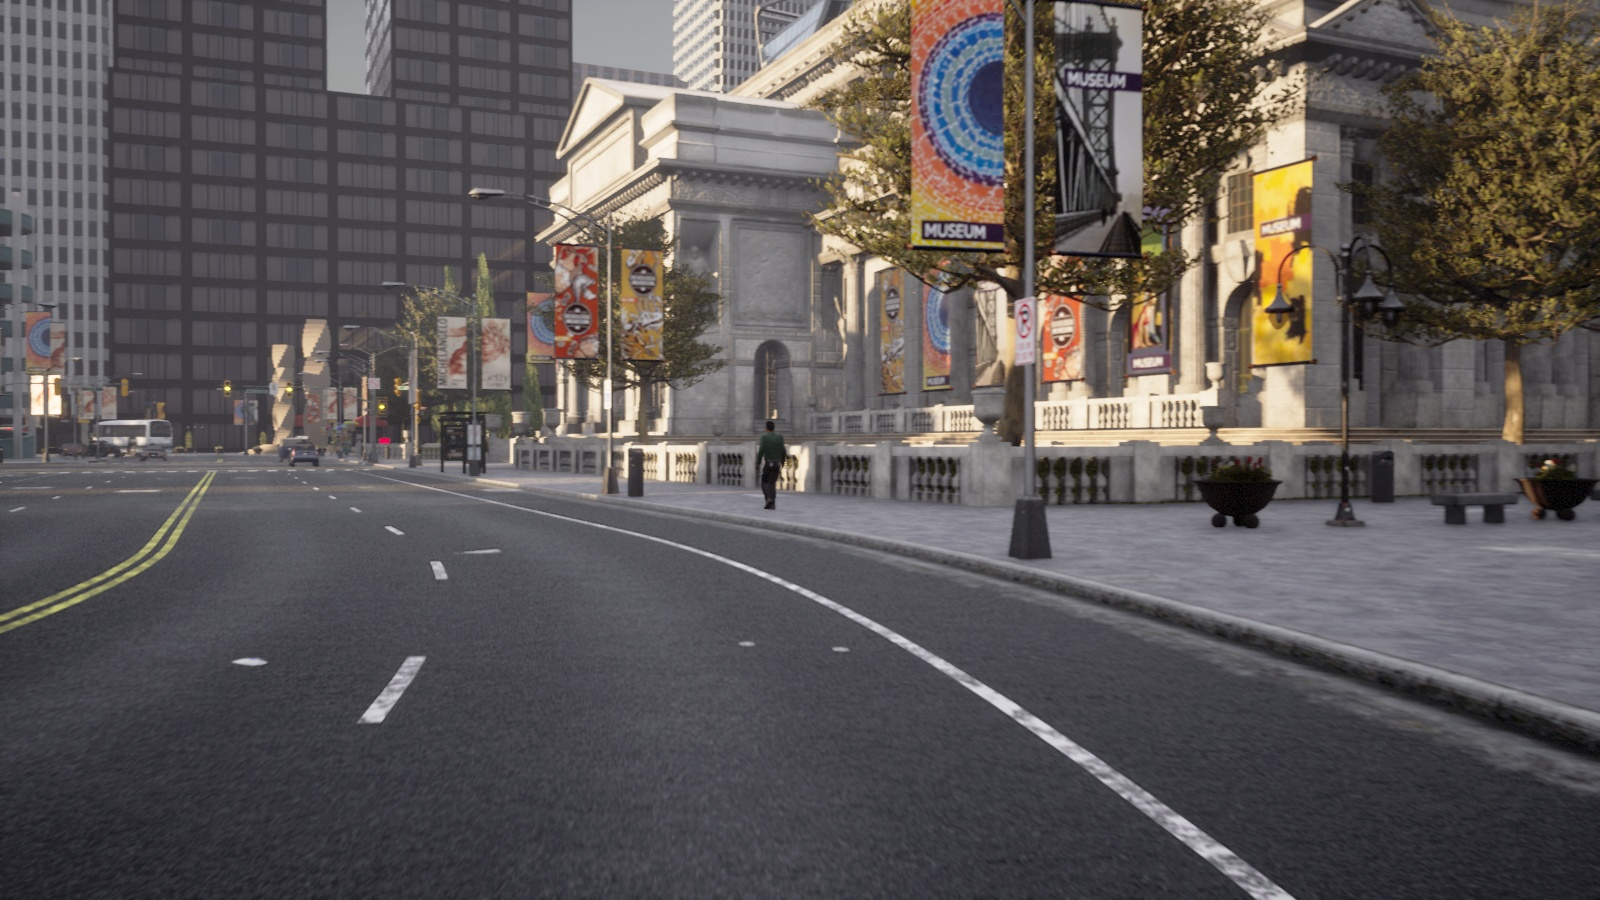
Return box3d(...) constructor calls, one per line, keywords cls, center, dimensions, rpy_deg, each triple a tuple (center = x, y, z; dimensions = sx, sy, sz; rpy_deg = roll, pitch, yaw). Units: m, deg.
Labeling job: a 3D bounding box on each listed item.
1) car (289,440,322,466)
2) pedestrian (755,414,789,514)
box3d(cls="car", center=(-32.683, 0.180, 82.941), dimensions=(1.851, 1.617, 3.988), rpy_deg=(0, 0, -24))
box3d(cls="pedestrian", center=(-0.558, 0.263, 24.910), dimensions=(0.423, 1.949, 0.788), rpy_deg=(0, 0, -22))
